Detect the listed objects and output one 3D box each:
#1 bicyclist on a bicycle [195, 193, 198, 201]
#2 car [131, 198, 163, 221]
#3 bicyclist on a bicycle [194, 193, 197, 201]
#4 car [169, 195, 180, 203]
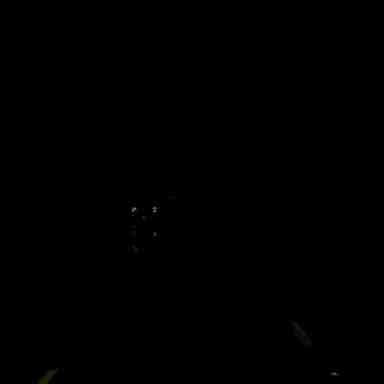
[{"bbox_3d":[0.945,1.212,73.397,0.659,1.776,1.843,0,0,0],"label":"bicyclist on a bicycle"},{"bbox_3d":[-3.604,1.328,27.067,2.097,1.767,4.553,0,0,0],"label":"car"},{"bbox_3d":[0.942,1.217,82.403,0.659,1.776,1.843,0,0,0],"label":"bicyclist on a bicycle"},{"bbox_3d":[-3.521,1.317,67.572,1.882,1.535,5.008,0,0,0],"label":"car"}]
